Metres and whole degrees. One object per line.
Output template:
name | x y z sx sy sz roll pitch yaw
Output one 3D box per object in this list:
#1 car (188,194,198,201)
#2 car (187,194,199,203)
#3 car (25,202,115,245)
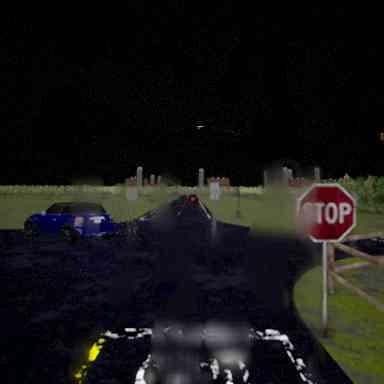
car | 0.215 1.129 71.002 1.895 1.301 4.718 0 0 0
car | 0.183 1.164 60.551 1.882 1.535 5.008 0 0 0
car | -5.619 1.228 15.080 4.553 1.767 2.097 0 0 38
